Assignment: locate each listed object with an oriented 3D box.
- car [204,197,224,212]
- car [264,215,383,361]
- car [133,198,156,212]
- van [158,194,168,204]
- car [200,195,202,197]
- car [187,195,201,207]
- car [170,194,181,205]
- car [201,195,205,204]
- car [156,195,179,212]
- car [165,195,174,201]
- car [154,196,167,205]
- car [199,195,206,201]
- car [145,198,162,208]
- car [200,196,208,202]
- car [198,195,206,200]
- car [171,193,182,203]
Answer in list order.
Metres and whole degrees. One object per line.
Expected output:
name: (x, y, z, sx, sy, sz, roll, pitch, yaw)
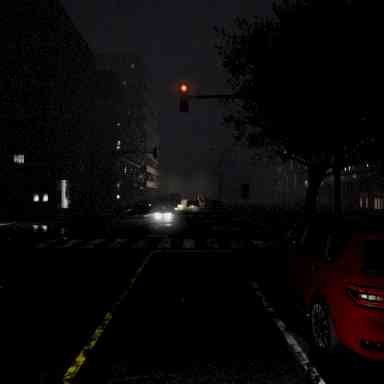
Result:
car: (2.703, 1.556, 38.310, 1.887, 1.381, 4.507, 0, 0, 0)
car: (2.695, 1.315, 5.922, 2.192, 1.841, 5.009, 0, 0, 0)
car: (-5.677, 1.562, 38.312, 2.008, 1.369, 4.403, 0, 0, 0)
van: (-5.669, 1.383, 65.977, 1.690, 1.788, 3.998, 0, 0, 0)
car: (2.711, 1.624, 65.973, 1.802, 1.307, 4.206, 0, 0, 0)
car: (0.116, 1.627, 52.890, 1.895, 1.301, 4.718, 0, 0, 0)
car: (-3.071, 1.500, 49.430, 1.882, 1.535, 5.008, 0, 0, 0)
car: (2.706, 1.547, 49.545, 1.752, 1.417, 4.829, 0, 0, 0)
car: (-3.081, 1.504, 39.209, 2.128, 1.511, 4.902, 0, 0, 2)
car: (-5.664, 1.506, 82.574, 1.967, 1.590, 4.097, 0, 0, 0)
car: (-5.670, 1.475, 60.444, 1.967, 1.590, 4.097, 0, 0, 0)
car: (2.718, 1.620, 88.104, 1.887, 1.381, 4.507, 0, 0, 0)
car: (-5.674, 1.573, 49.378, 2.008, 1.369, 4.403, 0, 0, 0)
car: (2.714, 1.583, 77.209, 1.752, 1.417, 4.829, 0, 0, 0)
car: (2.719, 1.636, 93.637, 2.008, 1.369, 4.403, 0, 0, 0)
car: (-3.048, 1.255, 60.141, 2.150, 2.045, 5.566, 0, 0, 0)
